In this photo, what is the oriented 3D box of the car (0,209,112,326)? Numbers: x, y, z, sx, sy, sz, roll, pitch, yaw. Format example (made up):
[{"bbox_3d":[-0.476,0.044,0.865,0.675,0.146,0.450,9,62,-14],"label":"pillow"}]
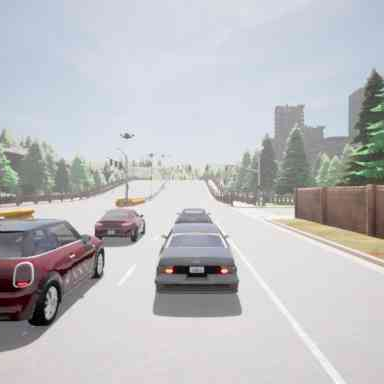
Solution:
[{"bbox_3d":[-3.403,1.352,7.222,2.097,1.767,4.553,0,0,0],"label":"car"}]

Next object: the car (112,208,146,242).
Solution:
[{"bbox_3d":[-3.408,1.525,16.216,1.812,1.442,4.674,0,0,-1],"label":"car"}]

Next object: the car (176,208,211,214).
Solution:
[{"bbox_3d":[0.096,1.563,18.168,1.994,1.385,4.181,0,0,0],"label":"car"}]

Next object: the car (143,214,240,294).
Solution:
[{"bbox_3d":[0.097,1.547,8.927,2.033,1.411,5.357,0,0,0],"label":"car"}]
